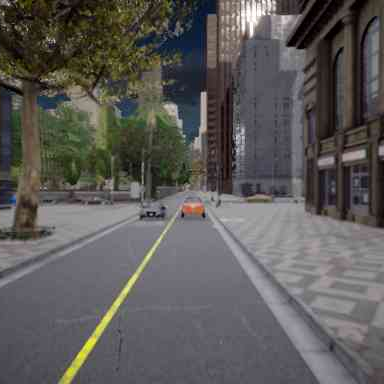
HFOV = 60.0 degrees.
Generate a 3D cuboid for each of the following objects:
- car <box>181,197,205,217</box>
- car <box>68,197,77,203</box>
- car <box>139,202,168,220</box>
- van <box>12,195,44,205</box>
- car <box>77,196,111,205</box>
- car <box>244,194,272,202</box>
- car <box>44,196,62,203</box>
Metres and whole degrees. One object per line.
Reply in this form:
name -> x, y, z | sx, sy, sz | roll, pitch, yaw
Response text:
car -> 0.096, 1.257, 30.370 | 2.097, 1.767, 4.553 | 0, 0, 0
car -> -20.421, 1.371, 60.458 | 4.206, 1.307, 1.802 | 0, 1, 0
car -> -3.080, 1.486, 27.087 | 1.994, 1.385, 4.181 | 0, 0, 0
van -> -25.986, 1.259, 51.962 | 3.998, 1.788, 1.690 | 0, 1, 0
car -> -14.935, 1.412, 51.900 | 4.403, 1.369, 2.008 | 0, 1, 0
car -> 11.926, 1.080, 60.264 | 4.829, 1.417, 1.752 | -1, 1, 0
car -> -25.946, 1.366, 60.491 | 4.403, 1.369, 2.008 | 0, 1, 0
